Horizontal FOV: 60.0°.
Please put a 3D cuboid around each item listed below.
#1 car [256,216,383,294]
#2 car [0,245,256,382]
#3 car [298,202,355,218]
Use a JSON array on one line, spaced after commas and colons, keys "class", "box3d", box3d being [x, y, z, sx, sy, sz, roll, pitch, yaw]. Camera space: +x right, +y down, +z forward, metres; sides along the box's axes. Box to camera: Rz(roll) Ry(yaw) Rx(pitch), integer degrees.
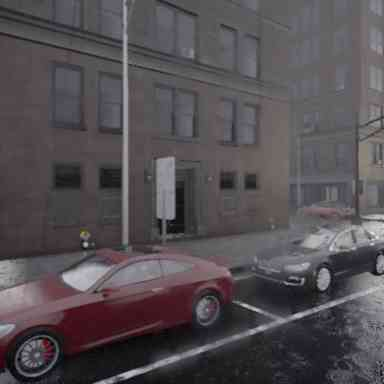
[{"class": "car", "box3d": [3.479, 1.535, 8.669, 4.403, 1.369, 2.008, 0, 0, -36]}, {"class": "car", "box3d": [-1.146, 1.578, 5.370, 4.206, 1.307, 1.802, 0, 0, -36]}, {"class": "car", "box3d": [10.206, 1.438, 25.389, 1.994, 1.385, 4.181, 0, 0, -35]}]
